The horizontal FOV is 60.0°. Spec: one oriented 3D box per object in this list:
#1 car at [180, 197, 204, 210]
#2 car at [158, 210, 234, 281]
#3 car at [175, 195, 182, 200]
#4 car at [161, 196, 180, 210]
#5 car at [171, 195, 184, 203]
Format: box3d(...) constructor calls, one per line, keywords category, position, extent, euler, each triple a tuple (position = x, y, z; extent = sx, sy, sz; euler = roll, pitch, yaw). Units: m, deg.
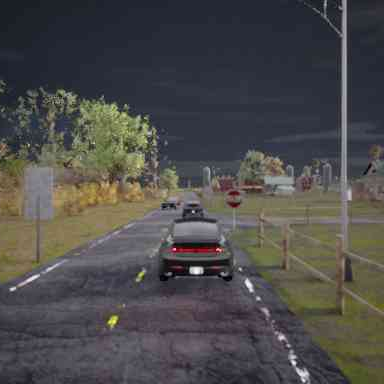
box3d(category="car", position=(0.097, 1.461, 31.564), extent=(1.837, 1.490, 4.892), euler=(0, 0, 0))
box3d(category="car", position=(0.099, 1.493, 9.763), extent=(1.837, 1.490, 4.892), euler=(0, 0, 0))
box3d(category="car", position=(-2.828, 1.383, 52.426), extent=(1.882, 1.535, 5.008), euler=(0, 0, 1))
box3d(category="car", position=(-2.844, 1.534, 42.032), extent=(1.895, 1.301, 4.718), euler=(0, 0, 0))
box3d(category="car", position=(-2.763, 1.361, 64.585), extent=(2.128, 1.511, 4.902), euler=(0, 0, 0))
